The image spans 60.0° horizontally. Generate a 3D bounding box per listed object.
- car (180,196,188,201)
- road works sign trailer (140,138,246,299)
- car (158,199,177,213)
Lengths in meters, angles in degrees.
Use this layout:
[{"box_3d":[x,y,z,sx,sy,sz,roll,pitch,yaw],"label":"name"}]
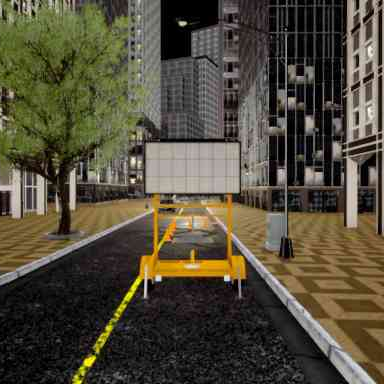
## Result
[{"box_3d":[-2.142,1.772,88.366,1.895,1.301,4.718,0,0,4],"label":"car"},{"box_3d":[0.017,0.464,8.403,2.380,3.560,2.880,0,0,0],"label":"road works sign trailer"},{"box_3d":[-2.776,1.529,36.833,1.837,1.490,4.892,0,0,0],"label":"car"}]
